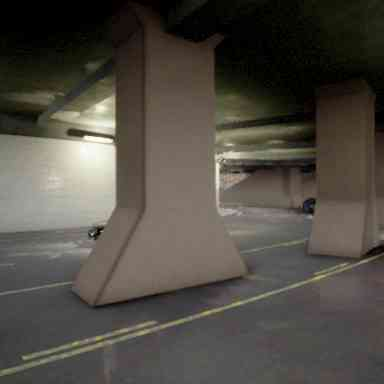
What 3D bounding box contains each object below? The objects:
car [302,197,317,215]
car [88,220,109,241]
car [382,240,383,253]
[{"bbox_3d":[12.708,1.358,34.070,2.097,1.767,4.553,0,0,9],"label":"car"},{"bbox_3d":[-2.443,1.548,15.753,4.892,1.490,1.837,0,0,-42],"label":"car"},{"bbox_3d":[7.898,1.586,10.821,4.718,1.301,1.895,0,0,-45],"label":"car"}]
